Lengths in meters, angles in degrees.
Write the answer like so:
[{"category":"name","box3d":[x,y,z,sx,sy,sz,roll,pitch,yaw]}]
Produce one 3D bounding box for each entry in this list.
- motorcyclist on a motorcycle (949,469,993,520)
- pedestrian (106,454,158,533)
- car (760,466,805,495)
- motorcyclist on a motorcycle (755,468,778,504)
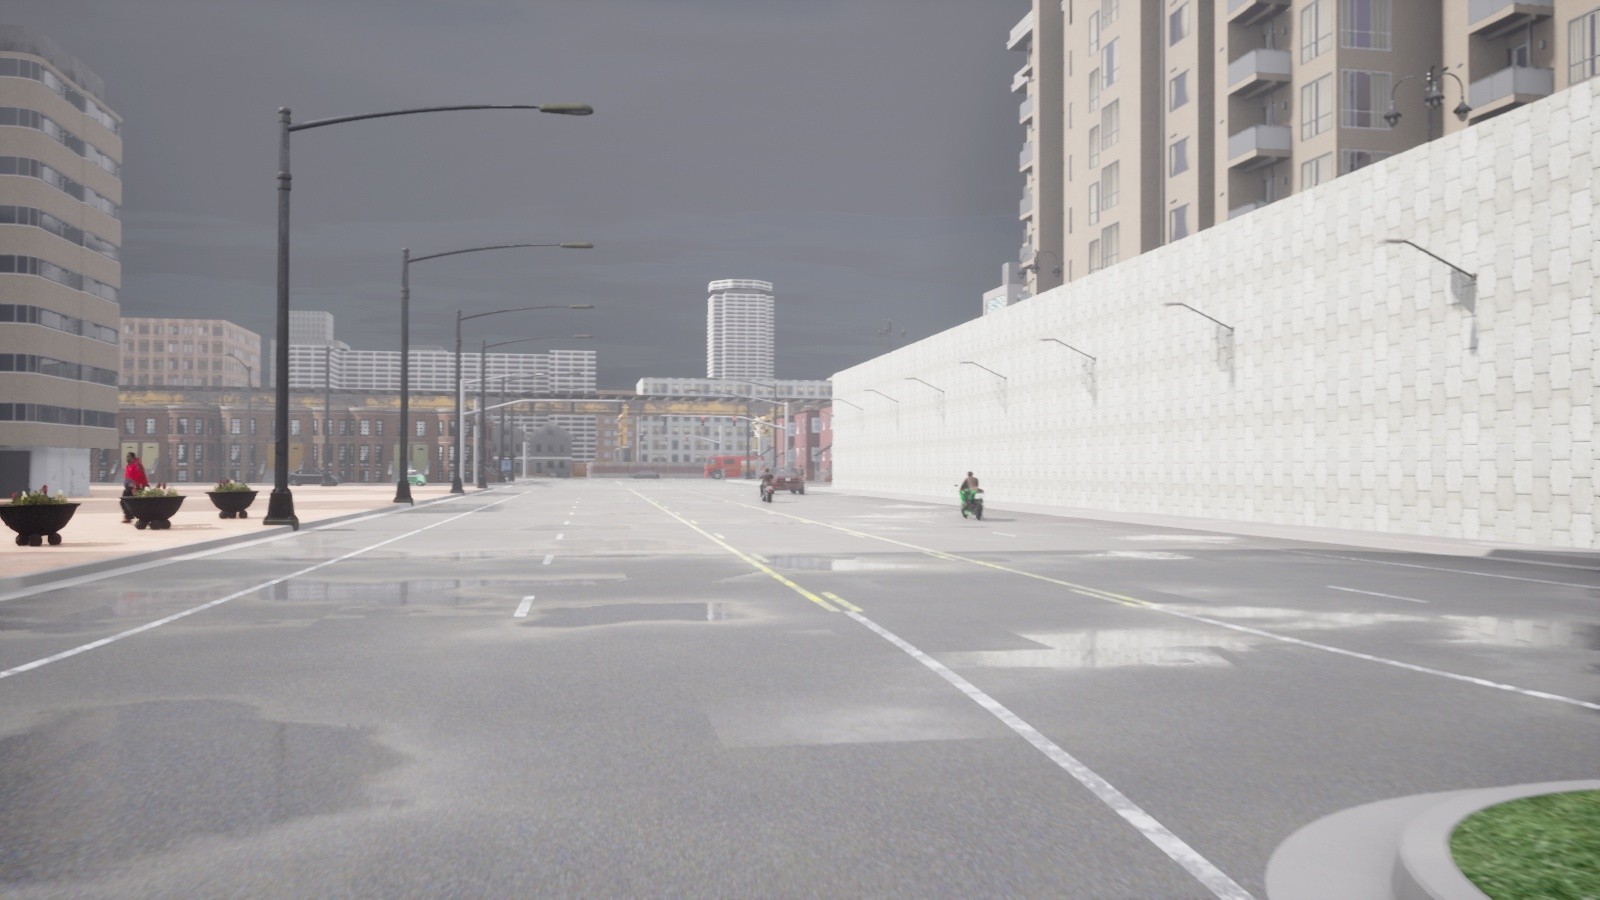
[{"category":"motorcyclist on a motorcycle","box3d":[5.272,1.360,38.872,0.797,1.523,2.044,0,-1,-9]},{"category":"pedestrian","box3d":[-15.854,1.017,29.822,0.634,1.844,0.899,-1,-1,33]},{"category":"car","box3d":[-1.116,1.855,77.695,2.097,1.767,4.553,0,-1,-9]},{"category":"motorcyclist on a motorcycle","box3d":[-1.606,1.667,59.084,0.766,1.649,2.350,0,-1,-9]}]
